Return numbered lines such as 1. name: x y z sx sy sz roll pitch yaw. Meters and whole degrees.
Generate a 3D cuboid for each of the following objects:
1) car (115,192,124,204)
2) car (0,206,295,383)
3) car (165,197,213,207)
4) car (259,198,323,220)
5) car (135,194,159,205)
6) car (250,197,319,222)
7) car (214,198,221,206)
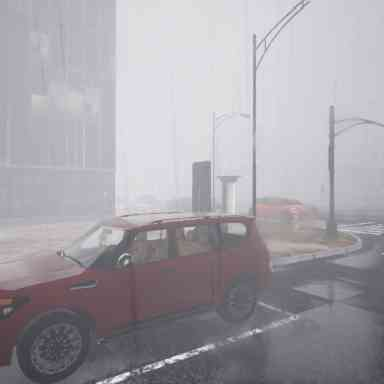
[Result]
1. car: -11.605 0.787 47.906 2.097 1.767 4.553 0 1 -36
2. car: -0.818 1.315 5.592 5.009 1.841 2.192 0 0 -35
3. car: -0.668 1.212 33.040 2.033 1.411 5.357 0 1 -36
4. car: 7.879 1.300 26.940 1.837 1.490 4.892 0 1 -36
5. car: -6.325 1.026 46.192 1.812 1.442 4.674 0 1 -36
6. car: 6.207 1.160 23.683 2.097 1.767 4.553 0 1 -35
7. car: 1.617 1.213 35.419 2.033 1.411 5.357 0 1 -36
